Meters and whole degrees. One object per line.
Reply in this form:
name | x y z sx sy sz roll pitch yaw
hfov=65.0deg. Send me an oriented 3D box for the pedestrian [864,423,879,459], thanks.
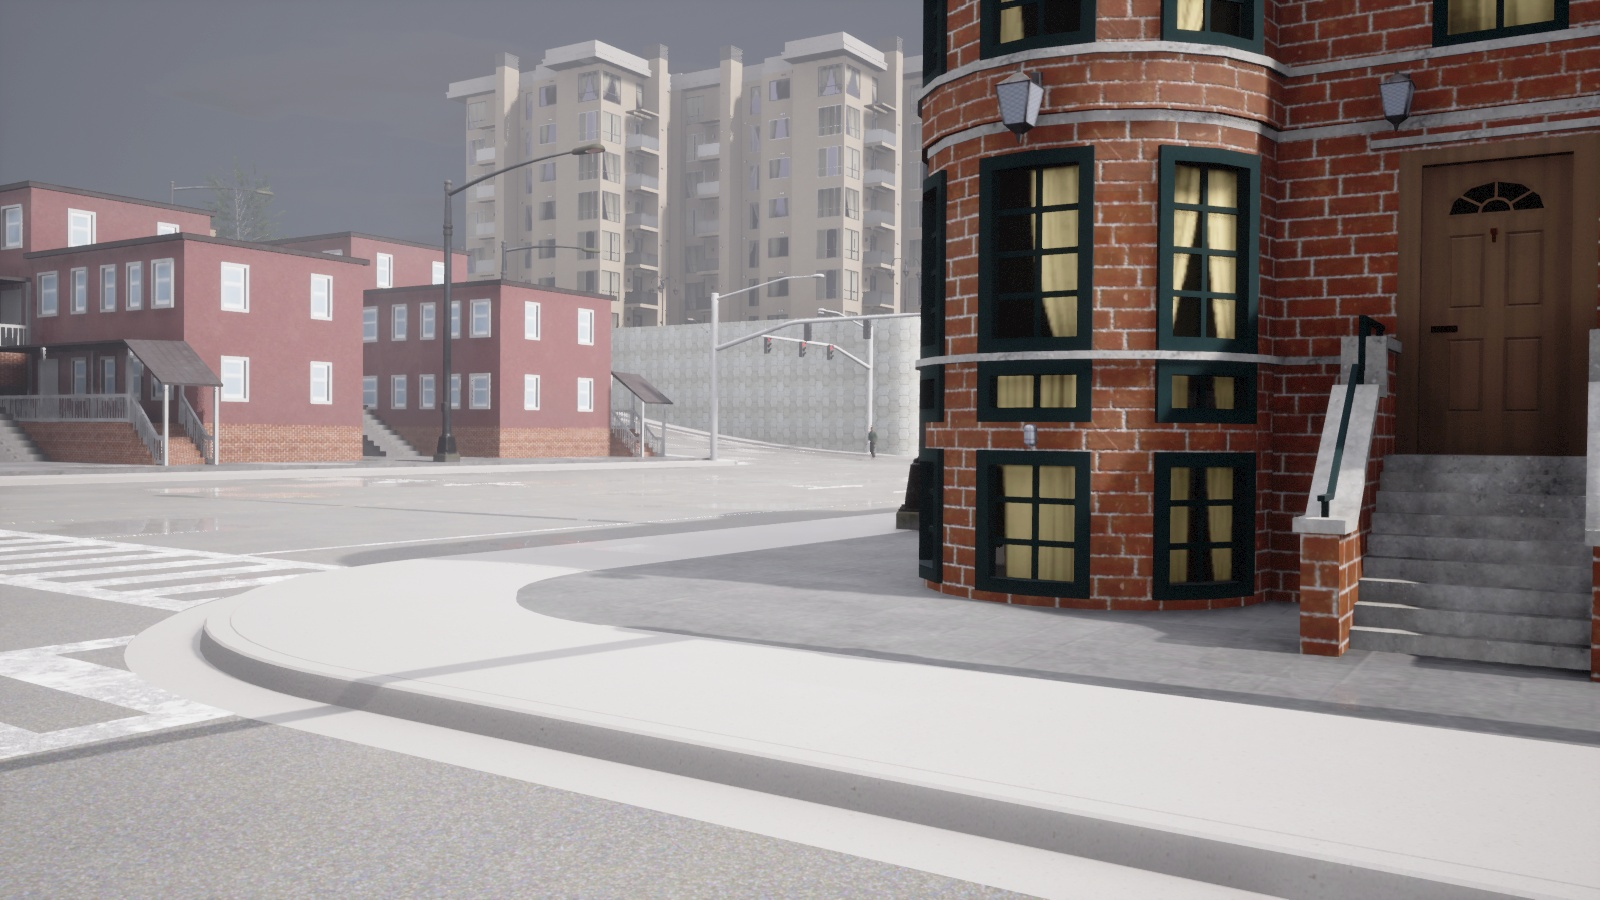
pedestrian | 3.895 -0.486 68.238 0.423 1.949 0.788 0 1 34
